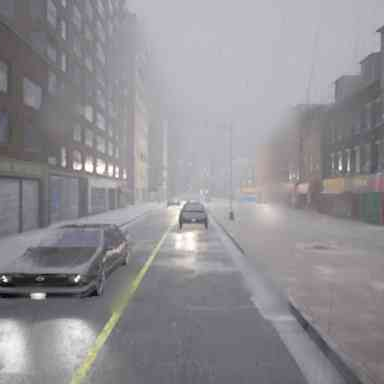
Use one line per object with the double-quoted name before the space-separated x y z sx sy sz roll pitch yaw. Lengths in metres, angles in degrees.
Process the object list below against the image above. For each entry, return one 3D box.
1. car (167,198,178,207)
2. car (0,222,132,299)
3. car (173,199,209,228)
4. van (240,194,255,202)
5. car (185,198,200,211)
"car" -2.822 1.612 51.736 1.994 1.385 4.181 0 0 0
"car" -2.854 1.545 8.836 2.033 1.411 5.357 0 0 0
"car" 0.095 1.490 22.261 2.128 1.511 4.902 0 0 0
"van" 13.725 1.436 80.367 3.998 1.788 1.690 0 0 0
"car" 0.093 1.556 41.757 1.812 1.442 4.674 0 0 0
